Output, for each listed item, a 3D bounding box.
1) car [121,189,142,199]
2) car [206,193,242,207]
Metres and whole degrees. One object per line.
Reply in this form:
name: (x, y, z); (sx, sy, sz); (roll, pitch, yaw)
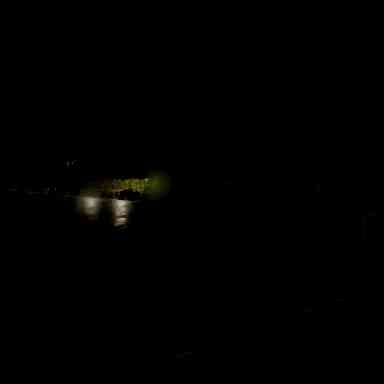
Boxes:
car: (-10.315, 0.278, 56.894); (2.097, 1.767, 4.553); (0, 1, -35)
car: (3.540, 0.845, 37.316); (2.128, 1.511, 4.902); (0, 1, -35)
